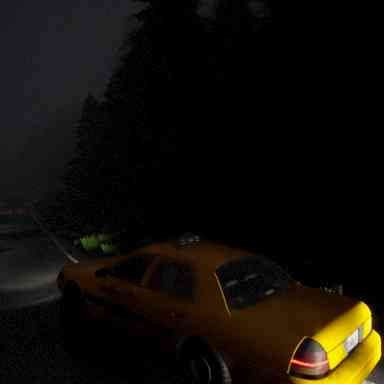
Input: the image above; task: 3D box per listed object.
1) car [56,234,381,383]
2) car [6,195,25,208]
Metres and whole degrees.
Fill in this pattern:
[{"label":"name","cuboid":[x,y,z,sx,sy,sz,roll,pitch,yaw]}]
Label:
[{"label":"car","cuboid":[-0.252,1.418,5.068,5.366,1.575,1.801,1,1,44]},{"label":"car","cuboid":[-21.200,1.058,40.008,2.128,1.511,4.902,-2,2,-27]}]
